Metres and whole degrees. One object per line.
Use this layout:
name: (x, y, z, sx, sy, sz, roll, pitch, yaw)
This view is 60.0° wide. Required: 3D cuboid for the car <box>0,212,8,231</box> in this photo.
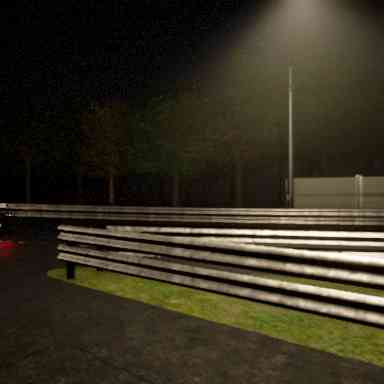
car: (-12.238, 1.475, 17.680, 4.892, 1.490, 1.837, 0, 0, 14)
